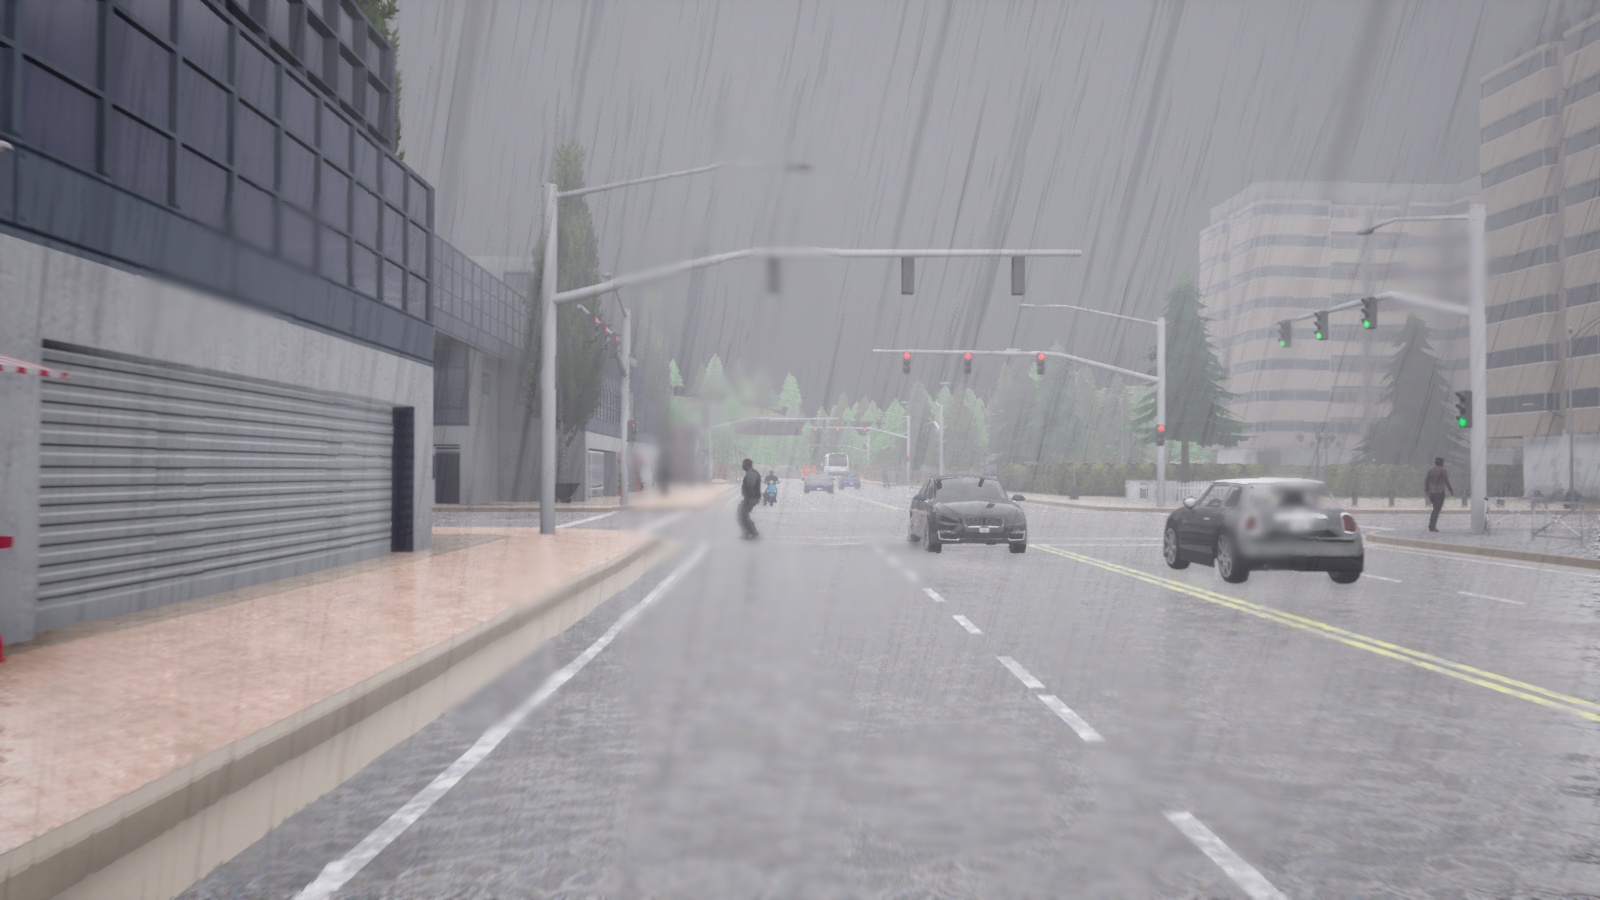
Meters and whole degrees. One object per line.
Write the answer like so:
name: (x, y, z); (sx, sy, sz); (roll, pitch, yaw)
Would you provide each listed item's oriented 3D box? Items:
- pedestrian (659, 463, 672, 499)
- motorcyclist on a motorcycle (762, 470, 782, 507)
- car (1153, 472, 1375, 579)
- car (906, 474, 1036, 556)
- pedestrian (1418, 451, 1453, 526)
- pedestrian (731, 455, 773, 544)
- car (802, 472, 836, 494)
pedestrian: (-7.017, 1.598, 65.514); (0.634, 1.844, 0.899); (0, -1, -4)
motorcyclist on a motorcycle: (-1.245, 1.708, 55.855); (0.866, 1.590, 1.817); (0, -1, -2)
car: (6.928, 1.074, 19.220); (1.970, 1.475, 3.806); (0, -1, 0)
car: (3.328, 1.232, 25.418); (1.837, 1.490, 4.892); (0, -1, -1)
pedestrian: (15.383, 0.920, 30.377); (0.869, 1.805, 0.328); (0, -1, -31)
pedestrian: (-1.017, 1.046, 26.816); (0.849, 1.883, 0.563); (0, -1, 3)
car: (1.321, 2.284, 88.075); (2.163, 1.488, 4.792); (0, -1, -2)
